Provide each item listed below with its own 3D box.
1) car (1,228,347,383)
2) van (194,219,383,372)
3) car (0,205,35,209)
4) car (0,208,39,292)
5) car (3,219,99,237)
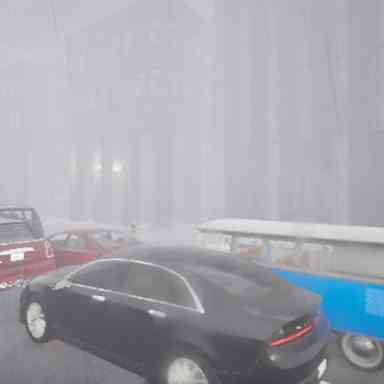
[{"bbox_3d":[-0.626,1.542,4.839,4.892,1.490,1.837,0,-1,36],"label":"car"},{"bbox_3d":[1.638,1.396,5.489,3.998,1.788,1.690,0,-1,36],"label":"van"},{"bbox_3d":[-7.430,1.372,12.189,5.009,1.841,2.192,0,-1,36],"label":"car"},{"bbox_3d":[-5.502,1.388,8.133,4.553,1.767,2.097,0,-1,31],"label":"car"},{"bbox_3d":[-2.897,1.600,8.836,4.507,1.381,1.887,0,-1,36],"label":"car"}]
